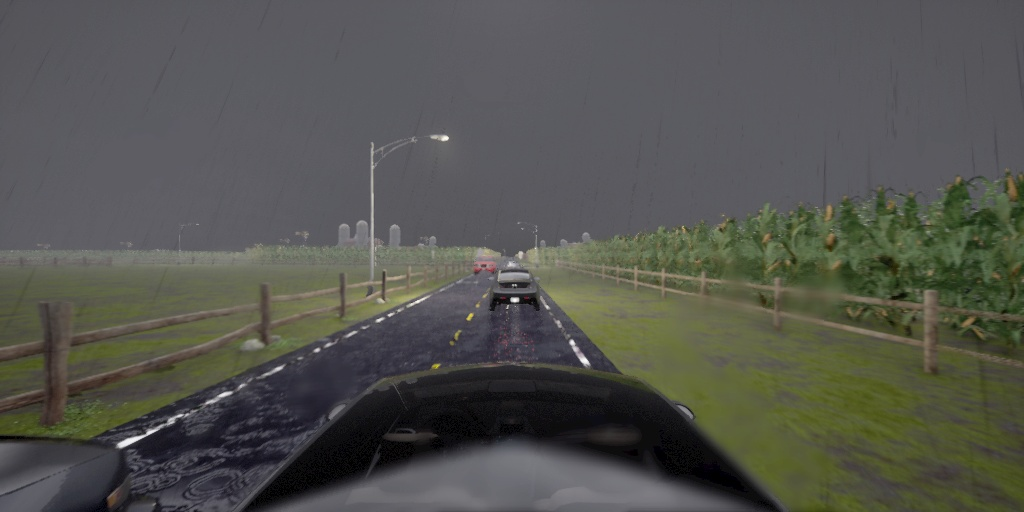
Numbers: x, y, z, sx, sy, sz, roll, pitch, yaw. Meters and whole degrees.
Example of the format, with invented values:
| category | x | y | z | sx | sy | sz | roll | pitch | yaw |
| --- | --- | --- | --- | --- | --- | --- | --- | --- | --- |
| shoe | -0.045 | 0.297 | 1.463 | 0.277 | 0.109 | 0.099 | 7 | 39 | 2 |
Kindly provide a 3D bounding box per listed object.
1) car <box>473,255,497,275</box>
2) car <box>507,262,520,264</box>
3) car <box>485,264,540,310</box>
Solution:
| category | x | y | z | sx | sy | sz | roll | pitch | yaw |
| --- | --- | --- | --- | --- | --- | --- | --- | --- | --- |
| car | -2.839 | 0.962 | 38.648 | 2.150 | 2.045 | 5.566 | 0 | 0 | 0 |
| car | 0.104 | 1.289 | 37.421 | 2.033 | 1.411 | 5.357 | 0 | 0 | 0 |
| car | 0.101 | 1.254 | 14.670 | 1.837 | 1.490 | 4.892 | 0 | 0 | 0 |
